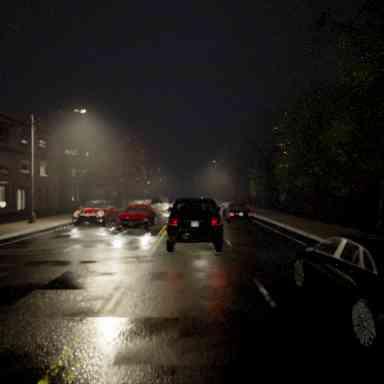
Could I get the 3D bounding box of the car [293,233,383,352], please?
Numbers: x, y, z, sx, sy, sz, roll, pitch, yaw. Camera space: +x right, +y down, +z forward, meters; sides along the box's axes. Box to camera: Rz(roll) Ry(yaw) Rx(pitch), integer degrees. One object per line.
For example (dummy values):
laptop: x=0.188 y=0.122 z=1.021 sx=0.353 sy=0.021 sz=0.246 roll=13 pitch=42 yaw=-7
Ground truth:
car: x=3.351 y=1.498 z=6.158 sx=2.128 sy=1.511 sz=4.902 roll=0 pitch=0 yaw=0

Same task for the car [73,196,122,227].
car: x=-6.594 y=1.372 z=23.139 sx=2.097 sy=1.767 sz=4.553 roll=0 pitch=0 yaw=0

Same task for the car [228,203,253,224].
car: x=3.356 y=1.568 z=25.254 sx=2.033 sy=1.411 sz=5.357 roll=0 pitch=0 yaw=0

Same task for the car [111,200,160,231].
car: x=-3.346 y=1.495 z=20.703 sx=1.882 sy=1.535 sz=5.008 roll=0 pitch=0 yaw=0

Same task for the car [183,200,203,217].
car: x=0.106 y=1.531 z=32.518 sx=1.837 sy=1.490 sz=4.892 roll=0 pitch=0 yaw=0

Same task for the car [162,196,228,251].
car: x=0.102 y=1.233 z=14.350 sx=2.150 sy=2.045 sz=5.566 roll=0 pitch=0 yaw=0

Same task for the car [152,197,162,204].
car: x=-6.723 y=1.599 z=64.719 sx=2.033 sy=1.411 sz=5.357 roll=0 pitch=0 yaw=-1

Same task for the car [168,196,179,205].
car: x=-3.447 y=1.527 z=61.949 sx=1.882 sy=1.535 sz=5.008 roll=0 pitch=0 yaw=0
